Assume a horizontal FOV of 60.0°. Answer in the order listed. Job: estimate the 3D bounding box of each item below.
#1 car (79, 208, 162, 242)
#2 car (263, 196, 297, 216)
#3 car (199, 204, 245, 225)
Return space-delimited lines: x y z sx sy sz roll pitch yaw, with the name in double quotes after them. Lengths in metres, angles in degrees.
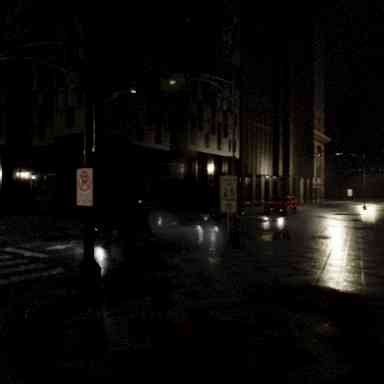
-3.581 1.647 17.516 1.837 1.490 4.892 0 0 34 "car"
9.780 1.439 36.399 2.150 2.045 5.566 0 0 35 "car"
2.413 1.670 25.988 2.128 1.511 4.902 0 0 35 "car"
